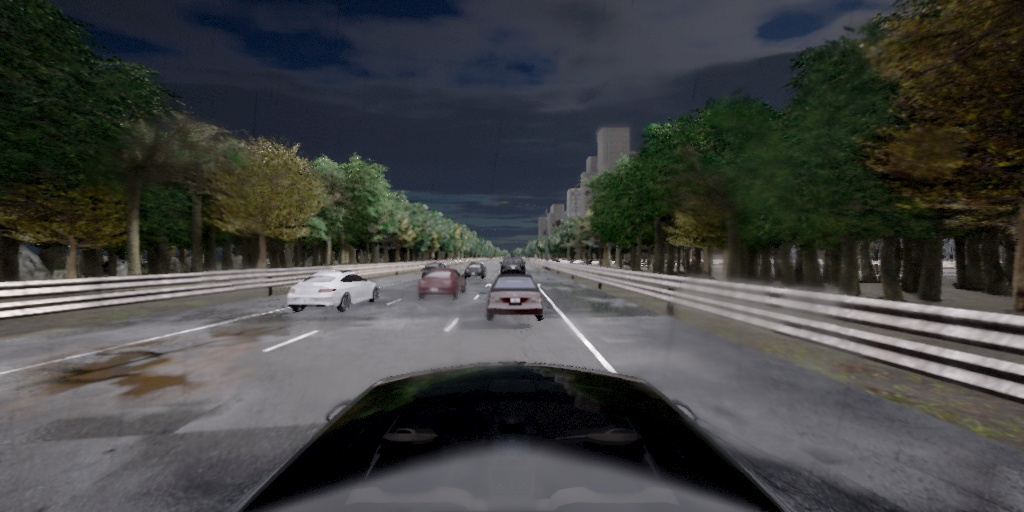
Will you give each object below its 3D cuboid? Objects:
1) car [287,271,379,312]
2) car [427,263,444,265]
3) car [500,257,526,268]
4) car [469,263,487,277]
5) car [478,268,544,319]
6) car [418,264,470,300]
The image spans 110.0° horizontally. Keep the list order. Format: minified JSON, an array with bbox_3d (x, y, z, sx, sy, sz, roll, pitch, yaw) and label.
[{"bbox_3d":[-6.908,1.321,14.259,1.812,1.442,4.674,0,0,0],"label":"car"},{"bbox_3d":[-6.917,1.359,32.920,1.837,1.490,4.892,0,0,0],"label":"car"},{"bbox_3d":[0.084,1.074,31.945,2.150,2.045,5.566,0,0,0],"label":"car"},{"bbox_3d":[-3.418,1.383,33.971,1.812,1.442,4.674,0,0,0],"label":"car"},{"bbox_3d":[0.093,1.339,12.891,2.033,1.411,5.357,0,0,0],"label":"car"},{"bbox_3d":[-3.425,1.334,18.110,1.812,1.442,4.674,0,0,0],"label":"car"}]
